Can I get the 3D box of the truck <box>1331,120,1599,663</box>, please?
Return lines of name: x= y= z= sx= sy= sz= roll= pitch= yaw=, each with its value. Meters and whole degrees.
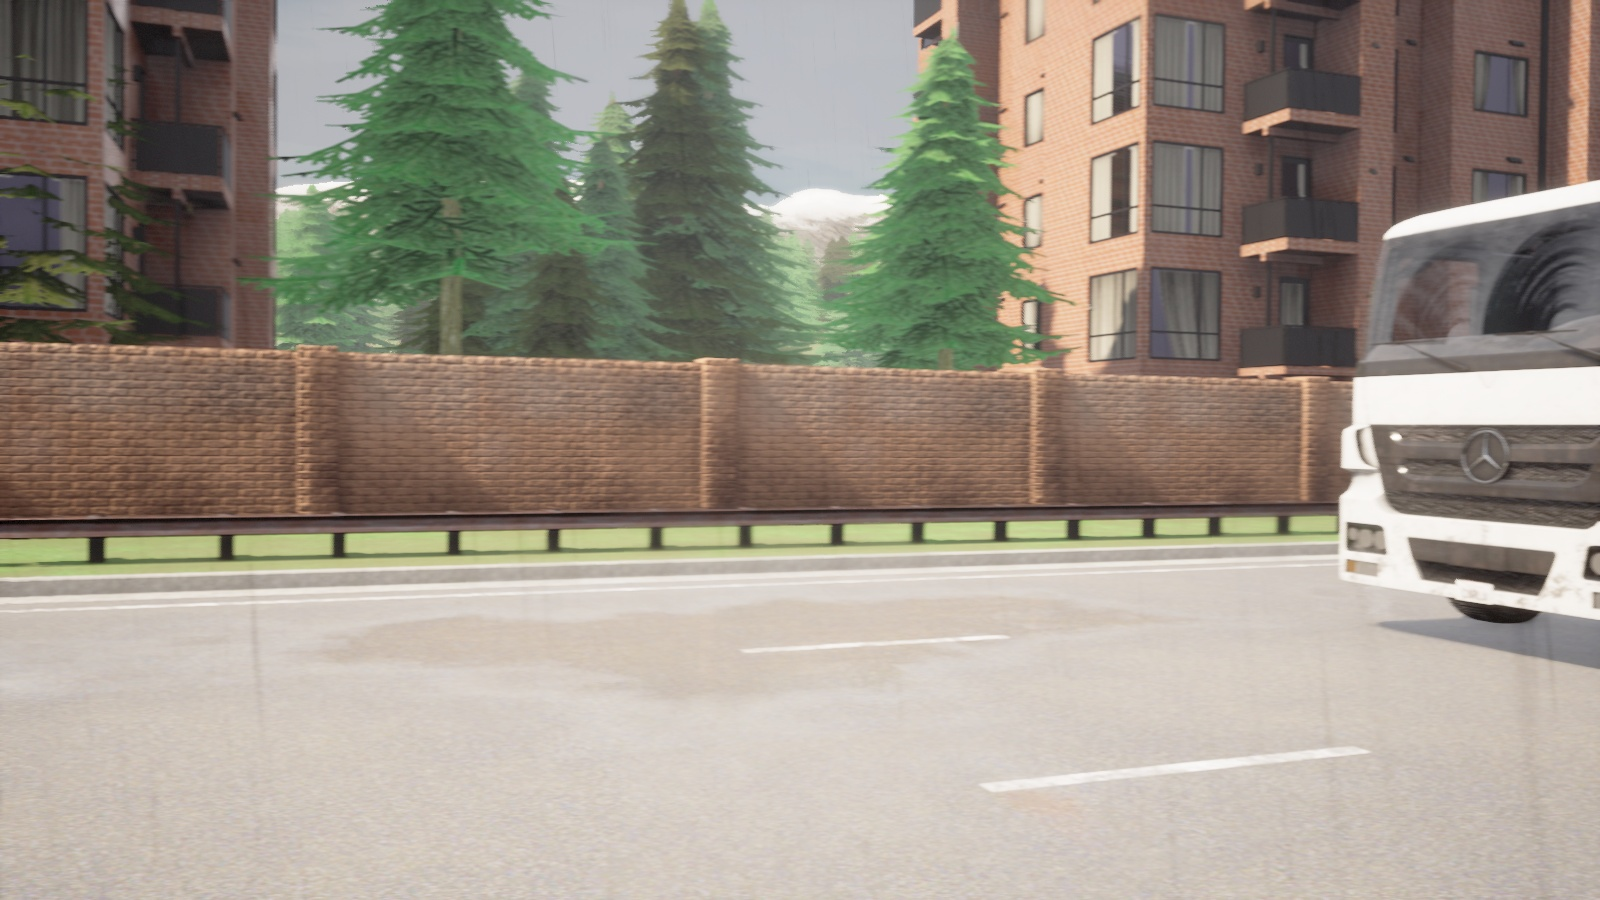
truck: x=8.517 y=-0.442 z=10.204 sx=7.936 sy=3.462 sz=2.891 roll=-1 pitch=1 yaw=-21
